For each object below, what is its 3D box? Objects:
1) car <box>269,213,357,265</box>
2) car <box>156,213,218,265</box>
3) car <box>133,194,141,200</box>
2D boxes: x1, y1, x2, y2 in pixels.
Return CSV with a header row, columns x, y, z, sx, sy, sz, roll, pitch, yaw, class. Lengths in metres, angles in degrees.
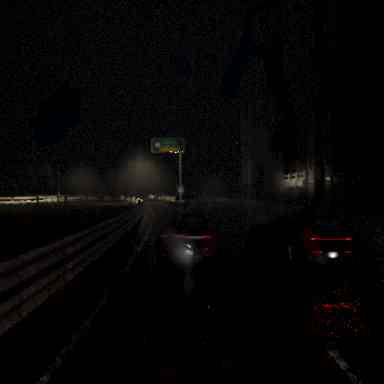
x,y,z,sx,sy,sz,roll,pitch,yaw,class
4.006,1.509,11.725,1.837,1.490,4.892,0,0,1,car
-0.226,1.495,11.697,2.128,1.511,4.902,0,0,-3,car
-13.905,1.315,83.974,1.837,1.490,4.892,0,0,-14,car
